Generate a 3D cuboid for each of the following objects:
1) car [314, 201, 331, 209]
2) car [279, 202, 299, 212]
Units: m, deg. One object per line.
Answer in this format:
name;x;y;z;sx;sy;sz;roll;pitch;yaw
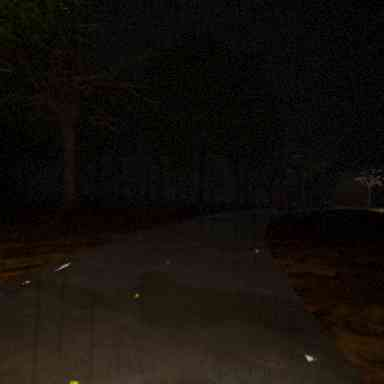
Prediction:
car;24.410;2.419;61.973;1.837;1.490;4.892;1;-1;42
car;13.945;2.072;47.857;1.994;1.385;4.181;1;0;31
